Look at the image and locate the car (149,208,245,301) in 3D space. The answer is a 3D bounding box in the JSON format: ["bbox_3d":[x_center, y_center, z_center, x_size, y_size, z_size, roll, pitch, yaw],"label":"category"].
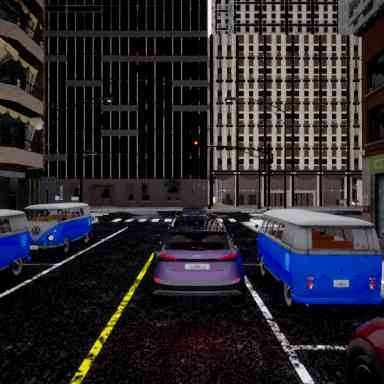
[{"bbox_3d":[0.103,1.432,8.337,2.033,1.649,4.856,0,0,0],"label":"car"}]

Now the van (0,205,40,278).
[{"bbox_3d":[-5.308,1.343,7.578,1.690,1.788,3.998,0,0,0],"label":"van"}]

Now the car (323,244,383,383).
[{"bbox_3d":[2.570,1.440,1.890,1.967,1.590,4.097,0,0,0],"label":"car"}]

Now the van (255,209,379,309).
[{"bbox_3d":[2.573,1.343,7.580,1.690,1.788,3.998,0,0,0],"label":"van"}]

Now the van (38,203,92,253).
[{"bbox_3d":[-5.305,1.345,13.268,1.690,1.788,3.998,0,0,0],"label":"van"}]
